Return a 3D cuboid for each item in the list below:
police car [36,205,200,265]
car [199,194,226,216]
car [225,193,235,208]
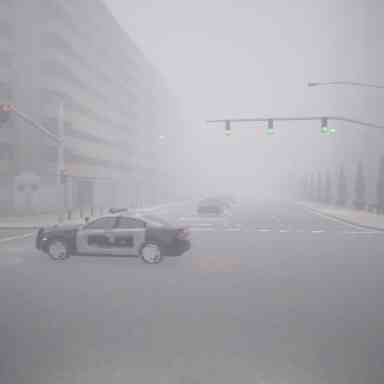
[{"bbox_3d":[-2.560,1.350,11.057,5.238,1.638,1.930,0,0,10],"label":"police car"},{"bbox_3d":[1.734,1.221,29.904,1.882,1.535,5.008,0,0,10],"label":"car"},{"bbox_3d":[3.605,1.151,40.158,2.128,1.511,4.902,0,0,11],"label":"car"}]
